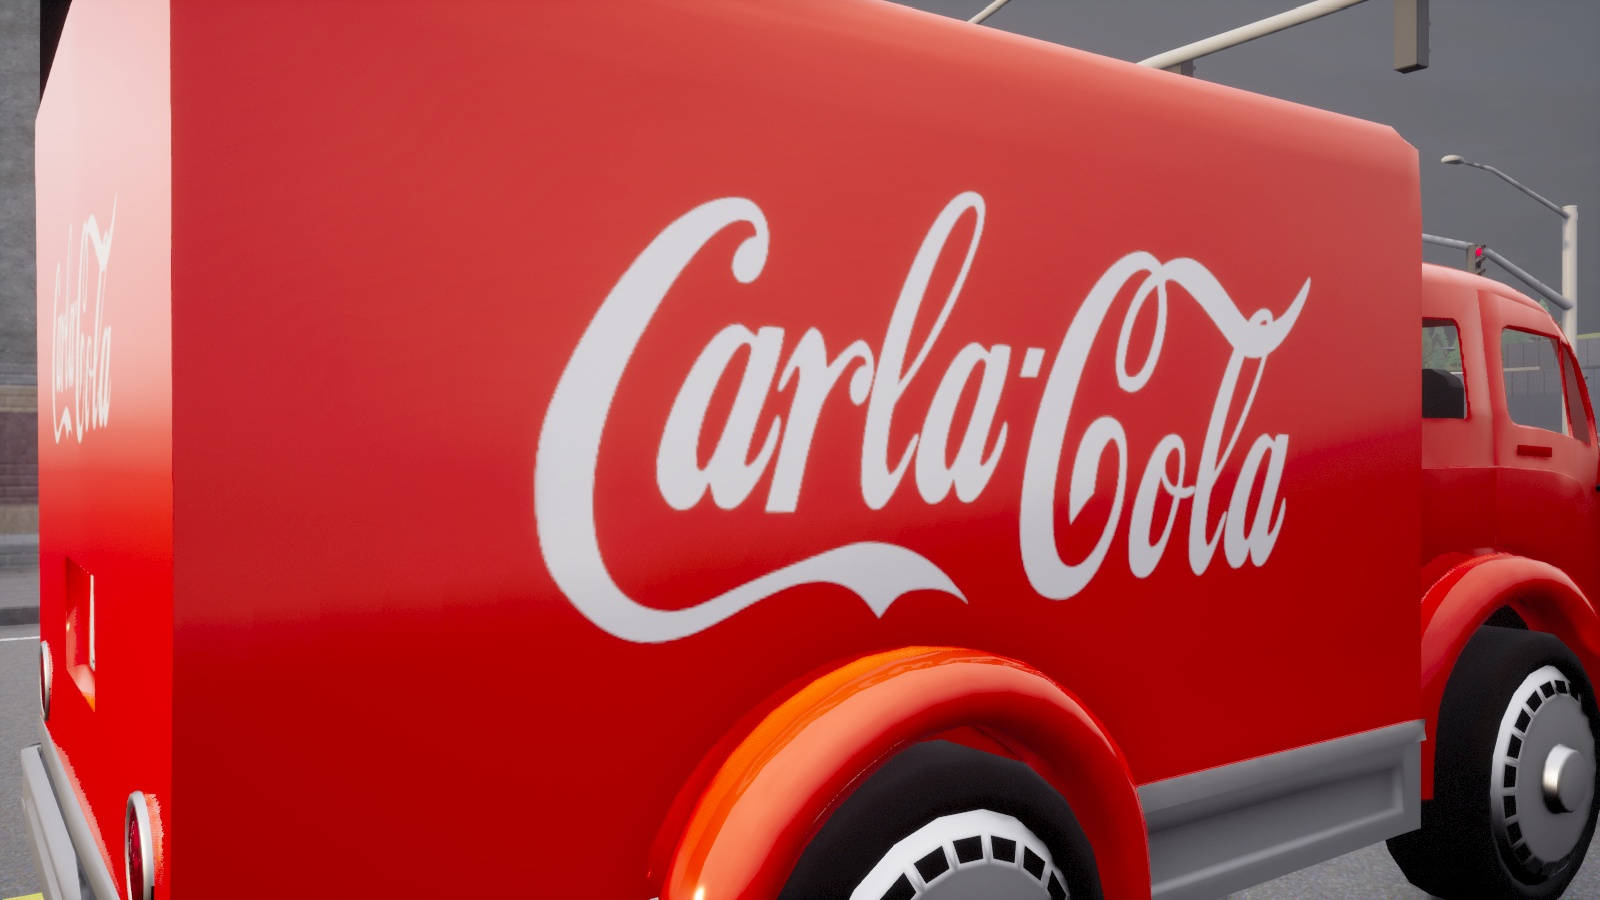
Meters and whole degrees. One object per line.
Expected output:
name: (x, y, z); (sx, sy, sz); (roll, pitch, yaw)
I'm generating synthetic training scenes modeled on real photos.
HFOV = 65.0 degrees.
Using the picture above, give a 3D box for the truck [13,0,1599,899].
truck: (0.591, 0.267, 4.070); (5.204, 2.467, 2.627); (0, 0, -35)
